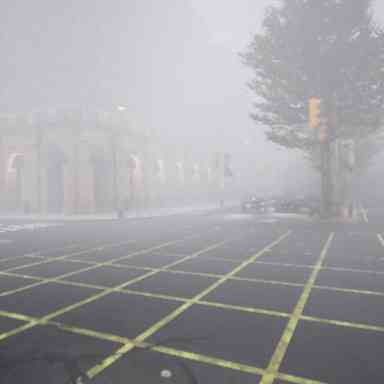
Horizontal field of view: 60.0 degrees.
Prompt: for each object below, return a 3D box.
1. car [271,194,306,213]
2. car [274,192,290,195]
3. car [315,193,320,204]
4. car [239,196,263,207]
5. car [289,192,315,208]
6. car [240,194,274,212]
[{"bbox_3d":[9.286,1.217,31.817,1.994,1.385,4.181,-1,0,27],"label":"car"},{"bbox_3d":[10.828,1.046,42.850,2.128,1.511,4.902,-1,0,26],"label":"car"},{"bbox_3d":[17.576,0.931,48.741,1.837,1.490,4.892,-1,0,26],"label":"car"},{"bbox_3d":[7.853,1.179,44.160,1.895,1.301,4.718,-1,0,26],"label":"car"},{"bbox_3d":[13.052,1.076,39.456,1.812,1.442,4.674,-1,0,26],"label":"car"},{"bbox_3d":[6.436,1.166,33.955,2.128,1.511,4.902,-1,0,26],"label":"car"}]
